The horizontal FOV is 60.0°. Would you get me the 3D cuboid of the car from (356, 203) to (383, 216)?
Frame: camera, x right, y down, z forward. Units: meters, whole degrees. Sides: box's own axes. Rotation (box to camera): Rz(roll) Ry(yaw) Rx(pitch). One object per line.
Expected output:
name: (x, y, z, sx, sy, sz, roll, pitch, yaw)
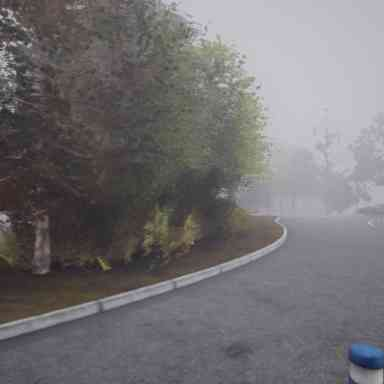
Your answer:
car: (21.342, 1.954, 37.031, 5.357, 1.411, 2.033, 1, 0, 21)
